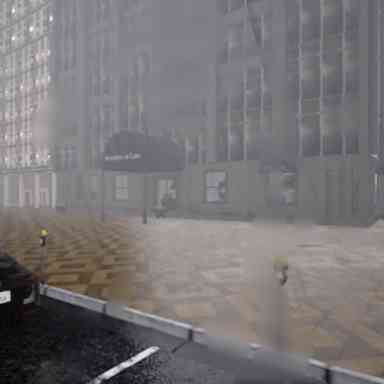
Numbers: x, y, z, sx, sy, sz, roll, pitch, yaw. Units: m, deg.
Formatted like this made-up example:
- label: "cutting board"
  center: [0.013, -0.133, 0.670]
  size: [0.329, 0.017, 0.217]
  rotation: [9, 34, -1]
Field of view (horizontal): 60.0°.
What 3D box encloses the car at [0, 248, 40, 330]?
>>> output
- label: "car"
  center: [-4.520, 1.616, 6.103]
  size: [4.313, 1.339, 1.947]
  rotation: [0, 0, 36]
